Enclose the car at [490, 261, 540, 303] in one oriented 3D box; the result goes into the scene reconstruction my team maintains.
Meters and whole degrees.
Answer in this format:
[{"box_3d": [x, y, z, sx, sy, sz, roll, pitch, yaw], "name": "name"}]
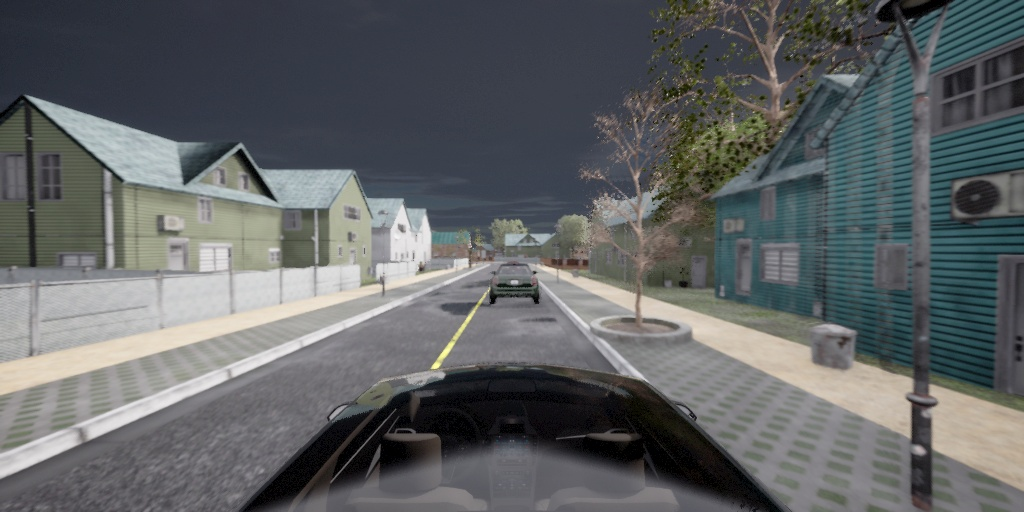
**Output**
[{"box_3d": [0.108, 1.092, 16.745, 2.097, 1.767, 4.553, 0, 0, 0], "name": "car"}]
